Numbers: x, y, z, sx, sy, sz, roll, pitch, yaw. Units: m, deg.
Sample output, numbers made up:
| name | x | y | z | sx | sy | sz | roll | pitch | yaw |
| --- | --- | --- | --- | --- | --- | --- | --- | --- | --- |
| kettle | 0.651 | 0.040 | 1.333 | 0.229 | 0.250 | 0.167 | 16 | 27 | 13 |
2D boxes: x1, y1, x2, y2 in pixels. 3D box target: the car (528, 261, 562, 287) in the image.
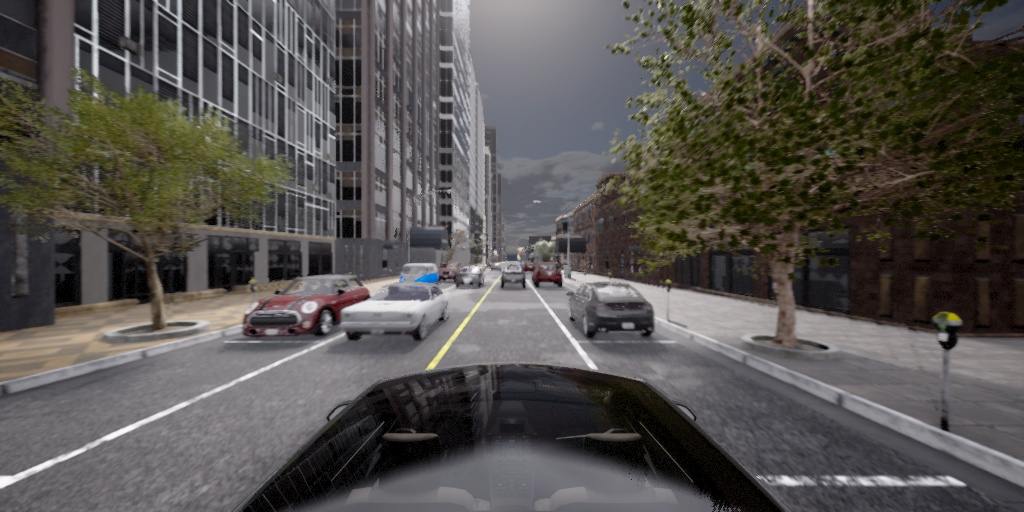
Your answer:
| name | x | y | z | sx | sy | sz | roll | pitch | yaw |
| --- | --- | --- | --- | --- | --- | --- | --- | --- | --- |
| car | 2.694 | 1.391 | 27.833 | 2.192 | 1.841 | 5.009 | 0 | 0 | 0 |

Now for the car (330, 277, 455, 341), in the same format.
| name | x | y | z | sx | sy | sz | roll | pitch | yaw |
| --- | --- | --- | --- | --- | --- | --- | --- | --- | --- |
| car | -3.077 | 1.461 | 10.423 | 1.895 | 1.301 | 4.718 | 0 | -1 | 0 |

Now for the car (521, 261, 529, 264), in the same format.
| name | x | y | z | sx | sy | sz | roll | pitch | yaw |
| --- | --- | --- | --- | --- | --- | --- | --- | --- | --- |
| car | 2.698 | 1.736 | 55.504 | 2.192 | 1.841 | 5.009 | 0 | 0 | 0 |

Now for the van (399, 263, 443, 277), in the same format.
| name | x | y | z | sx | sy | sz | roll | pitch | yaw |
| --- | --- | --- | --- | --- | --- | --- | --- | --- | --- |
| van | -5.688 | 1.349 | 22.310 | 1.690 | 1.789 | 3.998 | 0 | 0 | 0 |

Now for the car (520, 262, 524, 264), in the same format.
| name | x | y | z | sx | sy | sz | roll | pitch | yaw |
| --- | --- | --- | --- | --- | --- | --- | --- | --- | --- |
| car | 0.099 | 1.765 | 42.353 | 1.837 | 1.490 | 4.892 | 0 | 0 | 0 |

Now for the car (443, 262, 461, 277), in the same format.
| name | x | y | z | sx | sy | sz | roll | pitch | yaw |
| --- | --- | --- | --- | --- | --- | --- | --- | --- | --- |
| car | -5.686 | 1.461 | 33.379 | 2.192 | 1.841 | 5.009 | 0 | 0 | 0 |

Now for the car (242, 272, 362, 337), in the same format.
| name | x | y | z | sx | sy | sz | roll | pitch | yaw |
| --- | --- | --- | --- | --- | --- | --- | --- | --- | --- |
| car | -5.701 | 1.301 | 10.514 | 1.967 | 1.591 | 4.097 | 0 | 0 | 0 |

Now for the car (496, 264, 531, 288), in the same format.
| name | x | y | z | sx | sy | sz | roll | pitch | yaw |
| --- | --- | --- | --- | --- | --- | --- | --- | --- | --- |
| car | 0.098 | 1.563 | 27.465 | 2.128 | 1.511 | 4.902 | 0 | -1 | 0 |

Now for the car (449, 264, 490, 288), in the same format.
| name | x | y | z | sx | sy | sz | roll | pitch | yaw |
| --- | --- | --- | --- | --- | --- | --- | --- | --- | --- |
| car | -3.095 | 1.561 | 27.210 | 2.128 | 1.511 | 4.902 | 0 | -1 | 0 |

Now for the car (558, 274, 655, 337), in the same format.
| name | x | y | z | sx | sy | sz | roll | pitch | yaw |
| --- | --- | --- | --- | --- | --- | --- | --- | --- | --- |
| car | 2.703 | 1.411 | 10.496 | 2.007 | 1.370 | 4.403 | 0 | 0 | 0 |
